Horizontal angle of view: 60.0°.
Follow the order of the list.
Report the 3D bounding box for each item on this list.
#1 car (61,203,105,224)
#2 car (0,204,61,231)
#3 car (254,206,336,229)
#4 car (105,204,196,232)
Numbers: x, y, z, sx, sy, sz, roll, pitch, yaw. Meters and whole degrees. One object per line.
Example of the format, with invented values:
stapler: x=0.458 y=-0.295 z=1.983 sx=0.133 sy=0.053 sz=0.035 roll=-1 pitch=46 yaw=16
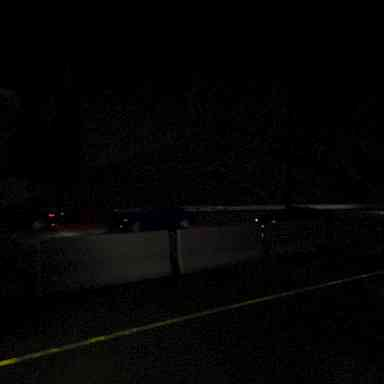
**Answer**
car: x=-7.577 y=1.481 z=24.033 sx=4.181 sy=1.385 sz=1.994 roll=0 pitch=0 yaw=-32
car: x=-10.000 y=1.424 z=18.299 sx=4.674 sy=1.442 sz=1.812 roll=1 pitch=0 yaw=-35
car: x=6.361 y=1.590 z=20.258 sx=5.357 sy=1.411 sz=2.033 roll=1 pitch=0 yaw=-29
car: x=-2.140 y=1.445 z=19.276 sx=5.008 sy=1.535 sz=1.882 roll=1 pitch=0 yaw=-32
